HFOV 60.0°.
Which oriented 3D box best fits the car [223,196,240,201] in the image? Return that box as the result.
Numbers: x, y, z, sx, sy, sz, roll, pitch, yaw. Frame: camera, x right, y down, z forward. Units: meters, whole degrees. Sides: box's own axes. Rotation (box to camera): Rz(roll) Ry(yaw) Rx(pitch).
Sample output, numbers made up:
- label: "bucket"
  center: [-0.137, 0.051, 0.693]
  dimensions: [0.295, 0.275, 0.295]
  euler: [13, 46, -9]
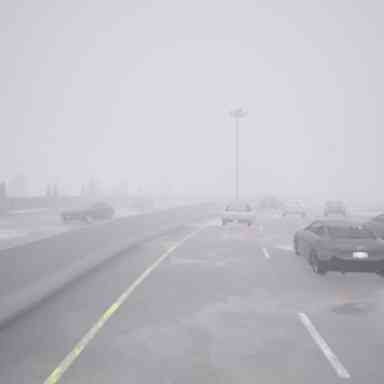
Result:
- label: "car"
  center: [5.816, 1.333, 48.048]
  dimensions: [1.812, 1.442, 4.674]
  euler: [0, 0, 29]

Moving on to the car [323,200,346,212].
- label: "car"
  center: [13.257, 1.461, 30.913]
  dimensions: [2.033, 1.411, 5.357]
  euler: [0, 0, 22]

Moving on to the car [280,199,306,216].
- label: "car"
  center: [9.424, 1.426, 30.507]
  dimensions: [1.812, 1.442, 4.674]
  euler: [0, 0, 20]

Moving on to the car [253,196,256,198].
- label: "car"
  center: [13.619, 1.121, 65.734]
  dimensions: [2.097, 1.767, 4.553]
  euler: [0, 0, 36]

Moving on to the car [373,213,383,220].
- label: "car"
  center: [8.485, 1.536, 13.707]
  dimensions: [1.994, 1.385, 4.181]
  euler: [0, 0, 9]

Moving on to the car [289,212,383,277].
- label: "car"
  center: [4.443, 1.535, 10.300]
  dimensions: [1.994, 1.385, 4.181]
  euler: [0, 0, 7]

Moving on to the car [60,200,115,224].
- label: "car"
  center: [-7.386, 1.341, 23.973]
  dimensions: [1.882, 1.535, 5.008]
  euler: [0, 0, 14]

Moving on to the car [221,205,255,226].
- label: "car"
  center: [3.249, 1.512, 22.674]
  dimensions: [1.895, 1.301, 4.718]
  euler: [0, 0, 14]

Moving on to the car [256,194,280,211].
- label: "car"
  center: [9.517, 1.212, 39.534]
  dimensions: [2.097, 1.767, 4.553]
  euler: [0, 0, 25]

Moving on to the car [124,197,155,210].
- label: "car"
  center: [-6.130, 1.293, 39.178]
  dimensions: [2.128, 1.511, 4.902]
  euler: [0, 0, 23]
